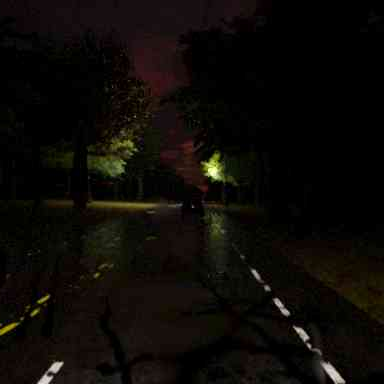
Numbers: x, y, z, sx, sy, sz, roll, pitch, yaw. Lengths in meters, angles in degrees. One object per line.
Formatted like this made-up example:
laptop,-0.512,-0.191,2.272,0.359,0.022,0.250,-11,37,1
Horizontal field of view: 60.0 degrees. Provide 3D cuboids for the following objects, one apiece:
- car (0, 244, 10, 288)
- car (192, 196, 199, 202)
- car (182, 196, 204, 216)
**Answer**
car,-4.987,1.492,5.052,2.128,1.511,4.902,0,0,7
car,0.989,2.017,94.537,2.097,1.767,4.553,0,-1,1
car,0.092,1.397,32.659,2.097,1.767,4.553,0,0,0
